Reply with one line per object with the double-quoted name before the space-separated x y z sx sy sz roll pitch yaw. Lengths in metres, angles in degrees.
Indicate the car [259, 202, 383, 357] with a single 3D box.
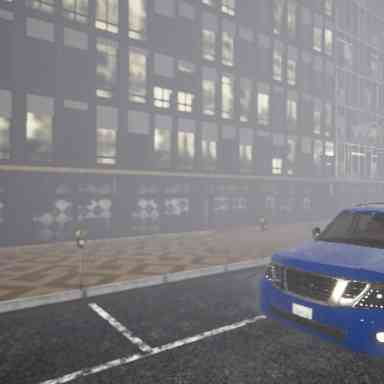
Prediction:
"car" 3.713 1.233 6.016 5.566 2.045 2.150 0 0 -35
